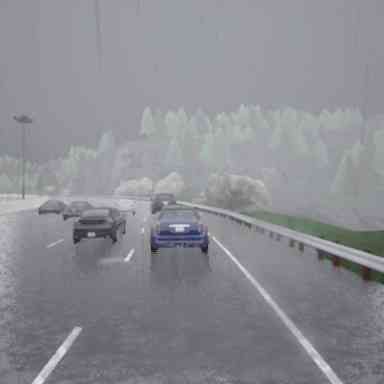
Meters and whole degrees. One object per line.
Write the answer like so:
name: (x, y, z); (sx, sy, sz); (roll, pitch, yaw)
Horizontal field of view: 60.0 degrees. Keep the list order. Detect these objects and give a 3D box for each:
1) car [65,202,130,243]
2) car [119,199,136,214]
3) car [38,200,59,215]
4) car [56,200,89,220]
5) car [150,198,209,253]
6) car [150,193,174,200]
car: (-4.254, 1.455, 15.790); (1.837, 1.490, 4.892); (0, 0, -5)
car: (-6.619, 1.419, 33.242); (1.812, 1.442, 4.674); (0, 0, -10)
car: (-13.674, 1.469, 32.862); (1.994, 1.385, 4.181); (0, 0, -10)
car: (-9.082, 1.466, 26.966); (2.033, 1.411, 5.357); (0, 0, -9)
car: (-0.578, 1.304, 13.616); (2.097, 1.767, 4.553); (0, 0, -4)
car: (-2.743, 1.114, 31.516); (2.150, 2.045, 5.566); (0, 0, -10)
